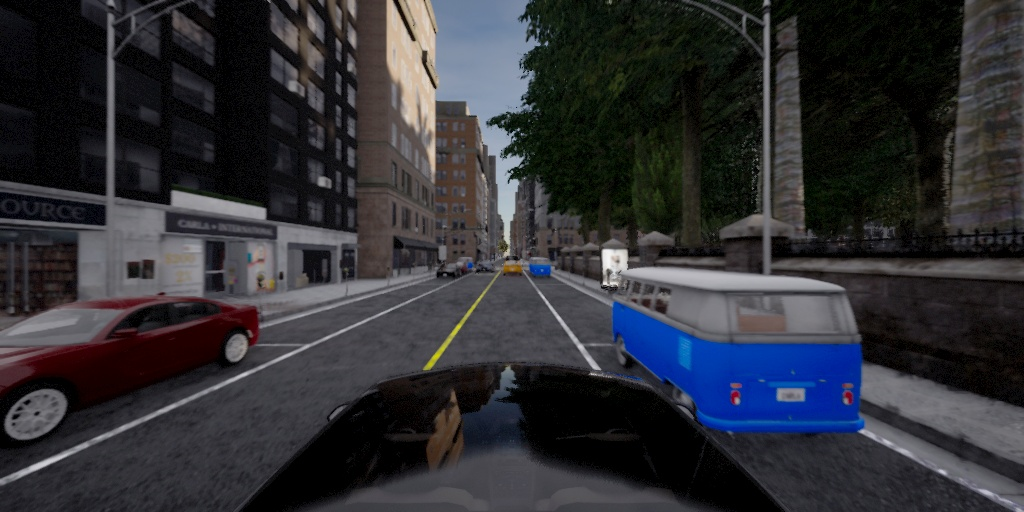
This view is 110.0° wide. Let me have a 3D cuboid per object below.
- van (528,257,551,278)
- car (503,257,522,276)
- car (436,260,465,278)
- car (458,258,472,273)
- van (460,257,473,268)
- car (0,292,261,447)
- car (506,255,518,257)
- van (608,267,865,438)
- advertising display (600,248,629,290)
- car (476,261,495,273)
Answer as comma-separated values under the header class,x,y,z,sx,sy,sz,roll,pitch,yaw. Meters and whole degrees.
class,x,y,z,sx,sy,sz,roll,pitch,yaw
van,2.668,1.063,33.572,1.690,1.789,3.998,0,0,0
car,0.064,1.194,37.496,1.882,1.535,5.008,0,0,0
car,-5.857,1.288,33.560,1.948,1.339,4.313,0,0,0
car,-5.857,1.258,39.220,1.888,1.381,4.507,0,0,0
van,-5.857,1.044,44.881,1.690,1.789,3.998,0,0,0
car,-5.857,1.294,5.256,1.888,1.381,4.507,0,0,0
car,-0.024,0.916,48.880,2.150,2.045,5.566,0,0,-1
van,2.668,1.090,5.282,1.690,1.789,3.998,0,0,0
advertising display,5.635,0.765,19.712,1.540,2.440,0.280,0,0,0
car,-3.057,1.274,41.761,1.994,1.385,4.181,0,0,1
